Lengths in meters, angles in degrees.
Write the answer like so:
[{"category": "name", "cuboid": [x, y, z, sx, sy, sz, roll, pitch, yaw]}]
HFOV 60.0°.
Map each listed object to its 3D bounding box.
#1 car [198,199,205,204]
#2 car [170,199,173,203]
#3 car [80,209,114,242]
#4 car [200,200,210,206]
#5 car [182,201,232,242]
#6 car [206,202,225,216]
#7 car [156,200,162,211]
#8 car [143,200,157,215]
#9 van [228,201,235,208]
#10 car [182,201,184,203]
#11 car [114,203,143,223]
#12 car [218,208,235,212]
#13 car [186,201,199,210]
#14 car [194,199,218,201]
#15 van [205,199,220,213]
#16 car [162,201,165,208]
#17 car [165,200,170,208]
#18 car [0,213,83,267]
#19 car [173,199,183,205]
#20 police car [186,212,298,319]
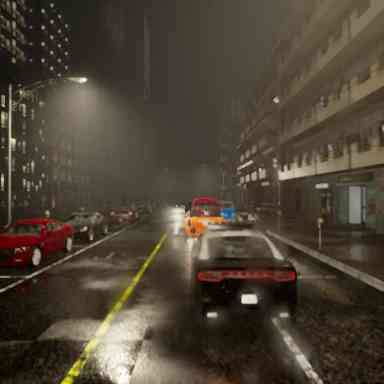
[{"category": "car", "cuboid": [2.754, 2.633, 94.694, 1.887, 1.381, 4.507, 0, -1, 0]}, {"category": "car", "cuboid": [-5.626, 2.654, 94.700, 1.947, 1.339, 4.313, 0, -1, 0]}, {"category": "car", "cuboid": [-5.681, 1.751, 17.385, 1.947, 1.339, 4.313, 0, -1, 0]}, {"category": "car", "cuboid": [2.739, 2.382, 72.604, 1.947, 1.339, 4.313, 0, -1, 0]}, {"category": "car", "cuboid": [0.668, 1.535, 17.677, 2.097, 1.767, 4.553, 0, -1, 0]}, {"category": "car", "cuboid": [2.716, 1.975, 39.468, 1.887, 1.381, 4.507, 0, -1, 0]}, {"category": "car", "cuboid": [-5.662, 2.045, 44.998, 2.008, 1.369, 4.403, 0, -1, 0]}, {"category": "car", "cuboid": [-5.666, 1.982, 39.474, 2.008, 1.369, 4.403, 0, -1, 0]}, {"category": "van", "cuboid": [2.707, 1.647, 28.426, 1.690, 1.788, 3.998, 0, -1, 0]}, {"category": "car", "cuboid": [0.058, 1.977, 43.103, 1.837, 1.490, 4.892, 0, -1, 1]}, {"category": "car", "cuboid": [-5.674, 1.746, 28.432, 1.967, 1.590, 4.097, 0, -1, 0]}, {"category": "car", "cuboid": [2.700, 1.735, 17.379, 2.008, 1.369, 4.403, 0, -1, 0]}, {"category": "car", "cuboid": [0.039, 2.136, 53.298, 2.033, 1.411, 5.357, 0, -1, 0]}, {"category": "car", "cuboid": [0.917, 1.479, 23.744, 2.150, 2.045, 5.566, 0, -1, 0]}, {"category": "van", "cuboid": [2.719, 1.835, 44.993, 1.690, 1.788, 3.998, 0, -1, 0]}, {"category": "car", "cuboid": [-5.658, 1.997, 50.522, 1.967, 1.590, 4.097, 0, -1, 0]}, {"category": "car", "cuboid": [-5.650, 2.251, 61.565, 1.947, 1.339, 4.313, 0, -1, 0]}, {"category": "car", "cuboid": [-5.685, 1.670, 11.863, 1.887, 1.381, 4.507, 0, -1, 0]}, {"category": "car", "cuboid": [-2.943, 2.466, 79.677, 1.994, 1.385, 4.181, 0, -1, 0]}, {"category": "police car", "cuboid": [0.905, 1.508, 7.821, 1.930, 1.638, 5.238, 0, -1, 0]}]
